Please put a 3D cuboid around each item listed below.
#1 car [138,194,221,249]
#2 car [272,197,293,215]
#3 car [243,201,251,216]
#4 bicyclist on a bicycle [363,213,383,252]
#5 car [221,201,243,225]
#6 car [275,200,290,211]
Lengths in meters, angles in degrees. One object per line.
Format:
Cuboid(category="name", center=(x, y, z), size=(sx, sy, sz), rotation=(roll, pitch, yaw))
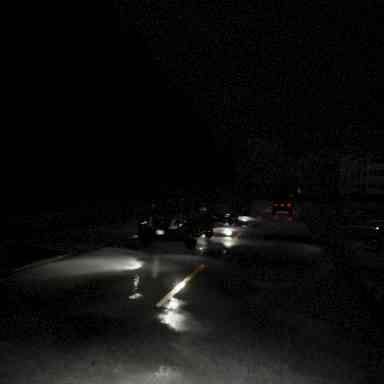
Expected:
Cuboid(category="car", center=(-0.427, 1.145, 14.807), size=(2.150, 2.045, 5.566), rotation=(3, 0, 15))
Cuboid(category="car", center=(10.793, 1.622, 39.653), size=(2.150, 2.045, 5.566), rotation=(3, 0, 15))
Cuboid(category="car", center=(5.139, 1.680, 34.916), size=(2.033, 1.411, 5.357), rotation=(3, 0, 15))
Cuboid(category="bicyclist on a bicycle", center=(7.945, 1.696, 13.602), size=(1.656, 1.620, 0.582), rotation=(3, 1, 15))
Cuboid(category="car", center=(2.305, 1.504, 24.712), size=(1.882, 1.535, 5.008), rotation=(3, 0, 15))
Cuboid(category="car", center=(13.827, 2.061, 50.700), size=(2.033, 1.411, 5.357), rotation=(3, 0, 15))
